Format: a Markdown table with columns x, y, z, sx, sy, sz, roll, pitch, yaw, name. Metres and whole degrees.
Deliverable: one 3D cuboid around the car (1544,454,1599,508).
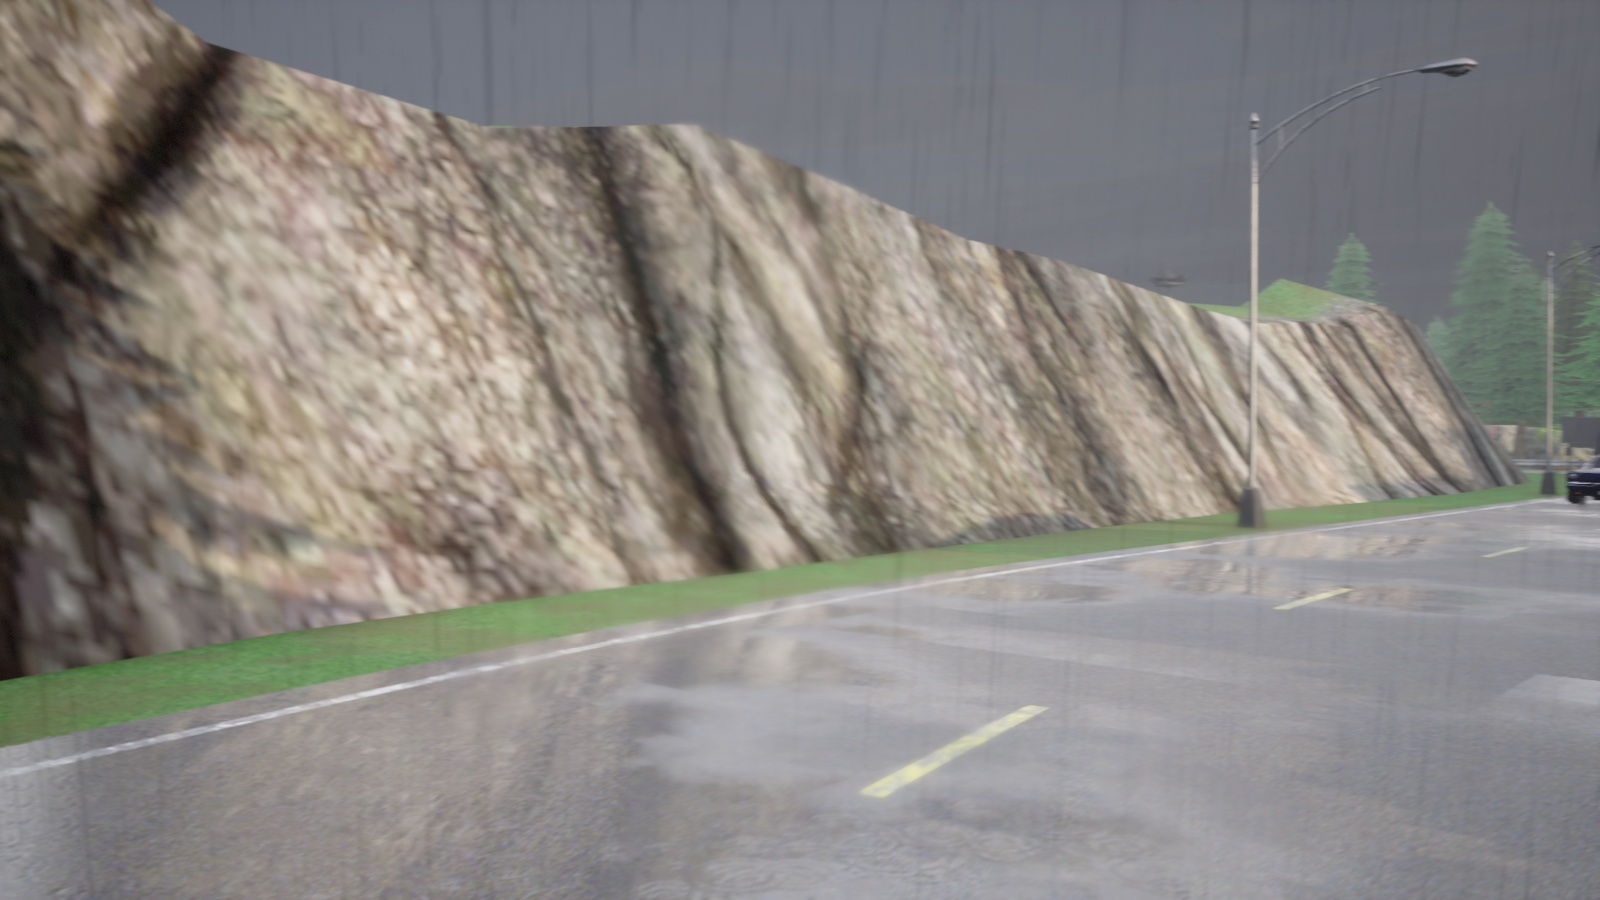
| x | y | z | sx | sy | sz | roll | pitch | yaw | name |
| --- | --- | --- | --- | --- | --- | --- | --- | --- | --- |
| 21.156 | 0.775 | 32.945 | 1.895 | 1.301 | 4.718 | 1 | 0 | 42 | car |
